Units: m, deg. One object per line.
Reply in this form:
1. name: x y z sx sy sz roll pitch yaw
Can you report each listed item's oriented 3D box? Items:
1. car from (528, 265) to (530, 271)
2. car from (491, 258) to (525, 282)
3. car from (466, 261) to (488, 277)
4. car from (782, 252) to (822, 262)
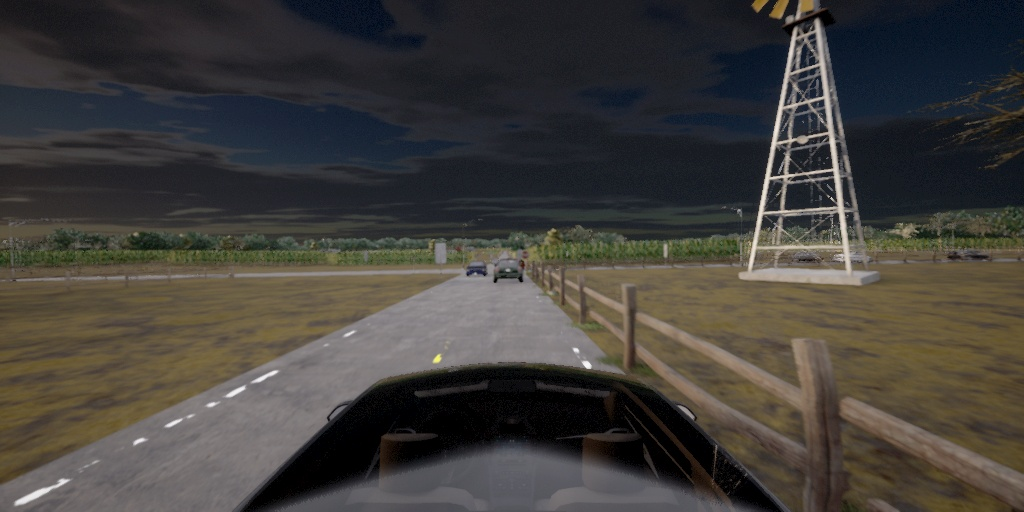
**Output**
1. car: 0.588 1.037 42.148 1.882 1.535 5.008 -2 0 18
2. car: -0.295 0.955 26.836 2.097 1.767 4.553 -1 0 -1
3. car: -3.290 1.184 34.549 2.033 1.411 5.357 -1 0 0
4. car: 40.838 0.190 50.558 4.902 1.511 2.128 -1 2 -1
